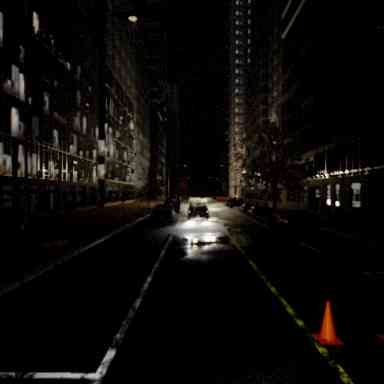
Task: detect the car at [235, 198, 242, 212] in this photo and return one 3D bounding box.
[{"bbox_3d":[6.266,1.639,36.636,2.008,1.369,4.403,0,0,0],"label":"car"}]

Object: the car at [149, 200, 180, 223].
[{"bbox_3d":[-2.185,1.578,25.307,2.008,1.369,4.403,0,0,0],"label":"car"}]

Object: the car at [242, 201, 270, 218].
[{"bbox_3d":[6.231,1.635,30.943,2.008,1.369,4.403,0,0,0],"label":"car"}]

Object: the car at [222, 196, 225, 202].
[{"bbox_3d":[6.374,1.532,53.712,1.967,1.590,4.097,0,0,0],"label":"car"}]

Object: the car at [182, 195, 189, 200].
[{"bbox_3d":[-1.758,1.603,93.619,1.802,1.307,4.206,1,0,0],"label":"car"}]

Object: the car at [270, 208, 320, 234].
[{"bbox_3d":[6.159,1.652,19.559,1.802,1.307,4.206,0,0,0],"label":"car"}]

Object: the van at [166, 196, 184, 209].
[{"bbox_3d":[-2.113,1.378,36.692,1.690,1.788,3.998,0,0,0],"label":"van"}]

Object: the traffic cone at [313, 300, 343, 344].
[{"bbox_3d":[2.102,1.977,5.140,0.340,0.580,0.340,0,0,0],"label":"traffic cone"}]

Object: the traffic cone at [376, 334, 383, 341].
[{"bbox_3d":[3.102,1.983,5.134,0.340,0.580,0.340,0,0,0],"label":"traffic cone"}]

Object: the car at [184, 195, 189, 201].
[{"bbox_3d":[-1.793,1.572,87.925,1.887,1.381,4.507,1,0,0],"label":"car"}]

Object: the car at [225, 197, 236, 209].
[{"bbox_3d":[6.338,1.531,48.021,1.967,1.590,4.097,0,0,0],"label":"car"}]

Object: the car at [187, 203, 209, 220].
[{"bbox_3d":[0.527,1.648,29.077,1.895,1.301,4.718,0,0,0],"label":"car"}]

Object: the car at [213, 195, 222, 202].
[{"bbox_3d":[6.516,1.632,76.482,1.887,1.381,4.507,0,0,0],"label":"car"}]
